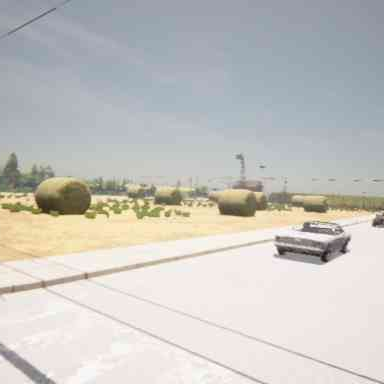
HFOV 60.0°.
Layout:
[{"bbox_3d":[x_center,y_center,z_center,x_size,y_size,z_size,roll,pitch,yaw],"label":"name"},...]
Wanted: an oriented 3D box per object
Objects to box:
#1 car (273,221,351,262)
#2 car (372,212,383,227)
[{"bbox_3d":[5.051,1.874,13.609,1.895,1.301,4.718,3,0,36],"label":"car"},{"bbox_3d":[18.096,2.566,30.745,1.994,1.385,4.181,3,0,38],"label":"car"}]
